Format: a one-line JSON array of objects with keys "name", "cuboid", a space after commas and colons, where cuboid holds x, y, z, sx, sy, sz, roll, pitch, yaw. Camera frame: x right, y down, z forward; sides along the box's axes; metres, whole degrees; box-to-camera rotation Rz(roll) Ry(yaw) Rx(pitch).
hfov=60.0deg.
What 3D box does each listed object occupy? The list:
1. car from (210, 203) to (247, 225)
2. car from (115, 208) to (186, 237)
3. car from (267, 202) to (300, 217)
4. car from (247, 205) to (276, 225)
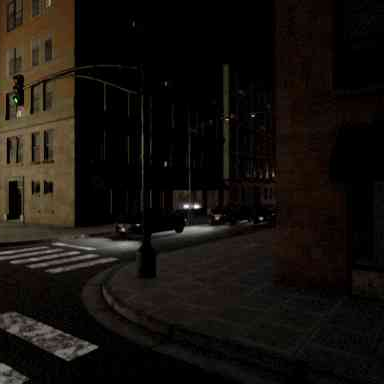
[{"name": "car", "cuboid": [3.234, 1.640, 25.930, 2.128, 1.511, 4.902, 0, 0, 35]}, {"name": "car", "cuboid": [-2.110, 1.624, 18.459, 1.812, 1.442, 4.674, 0, 0, 34]}, {"name": "car", "cuboid": [9.710, 1.811, 34.975, 1.895, 1.301, 4.718, 0, 0, 36]}, {"name": "car", "cuboid": [6.157, 1.675, 24.966, 1.812, 1.442, 4.674, 0, 0, 35]}]
